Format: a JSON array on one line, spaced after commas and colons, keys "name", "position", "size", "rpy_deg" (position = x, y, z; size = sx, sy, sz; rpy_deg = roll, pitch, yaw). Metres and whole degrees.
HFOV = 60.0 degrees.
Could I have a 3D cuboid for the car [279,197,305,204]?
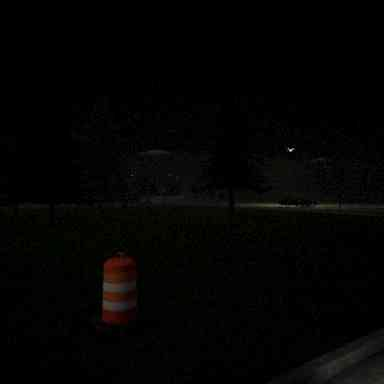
[{"name": "car", "position": [17.723, 1.589, 59.058], "size": [1.882, 1.535, 5.008], "rpy_deg": [1, 0, -35]}]
